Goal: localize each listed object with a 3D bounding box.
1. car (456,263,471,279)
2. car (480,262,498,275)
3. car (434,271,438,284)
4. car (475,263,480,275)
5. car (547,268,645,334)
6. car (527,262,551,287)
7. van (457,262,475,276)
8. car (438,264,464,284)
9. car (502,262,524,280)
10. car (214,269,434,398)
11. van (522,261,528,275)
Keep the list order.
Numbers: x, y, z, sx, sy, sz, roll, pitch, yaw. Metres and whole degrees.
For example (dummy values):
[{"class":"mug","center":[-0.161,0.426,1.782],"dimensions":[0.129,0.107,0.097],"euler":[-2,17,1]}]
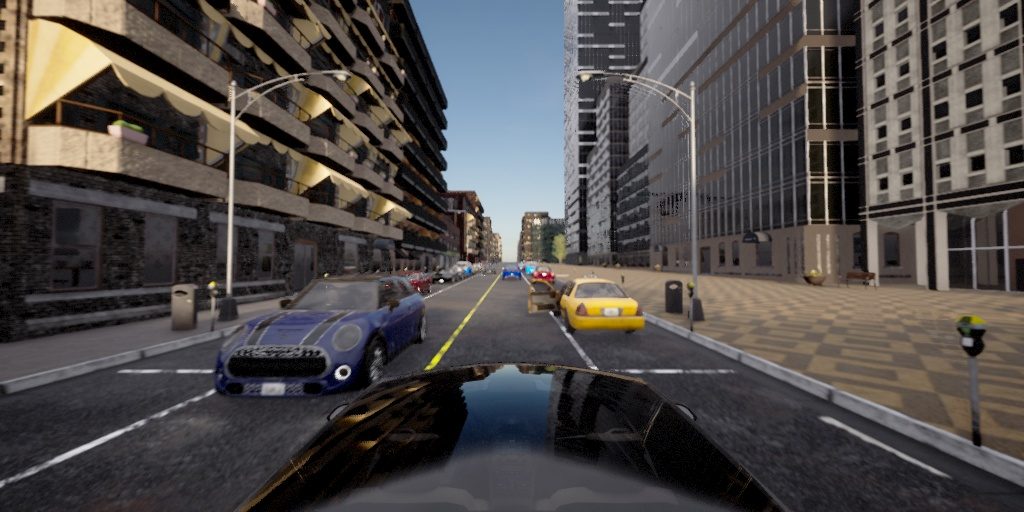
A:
[{"class":"car","center":[-5.748,1.727,36.945],"dimensions":[2.007,1.370,4.403],"euler":[0,0,0]},{"class":"car","center":[-3.082,1.900,50.300],"dimensions":[1.837,1.490,4.892],"euler":[0,-1,0]},{"class":"car","center":[-5.720,1.519,20.237],"dimensions":[1.888,1.381,4.507],"euler":[0,0,0]},{"class":"car","center":[-5.767,1.838,47.914],"dimensions":[1.751,1.417,4.829],"euler":[0,0,0]},{"class":"car","center":[2.337,1.318,10.995],"dimensions":[1.801,1.575,5.366],"euler":[0,-1,0]},{"class":"car","center":[2.642,1.548,31.389],"dimensions":[1.967,1.591,4.097],"euler":[0,0,0]},{"class":"van","center":[-5.758,1.586,42.515],"dimensions":[1.690,1.789,3.998],"euler":[0,0,0]},{"class":"car","center":[-5.739,1.675,31.376],"dimensions":[1.948,1.339,4.313],"euler":[0,0,0]},{"class":"car","center":[0.006,1.657,37.181],"dimensions":[1.882,1.535,5.008],"euler":[0,0,0]},{"class":"car","center":[-3.108,1.165,6.913],"dimensions":[2.097,1.767,4.553],"euler":[0,-1,0]},{"class":"van","center":[2.614,1.653,48.098],"dimensions":[1.690,1.789,3.998],"euler":[0,0,0]}]
